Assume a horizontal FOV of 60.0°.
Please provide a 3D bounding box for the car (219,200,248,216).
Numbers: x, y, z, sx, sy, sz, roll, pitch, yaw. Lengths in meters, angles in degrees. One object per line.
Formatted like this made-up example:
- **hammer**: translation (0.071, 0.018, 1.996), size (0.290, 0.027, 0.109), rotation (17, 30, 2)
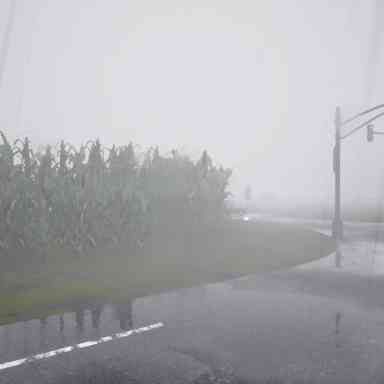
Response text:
- **car**: translation (3.164, 1.501, 31.949), size (2.033, 1.411, 5.357), rotation (1, 0, -26)
